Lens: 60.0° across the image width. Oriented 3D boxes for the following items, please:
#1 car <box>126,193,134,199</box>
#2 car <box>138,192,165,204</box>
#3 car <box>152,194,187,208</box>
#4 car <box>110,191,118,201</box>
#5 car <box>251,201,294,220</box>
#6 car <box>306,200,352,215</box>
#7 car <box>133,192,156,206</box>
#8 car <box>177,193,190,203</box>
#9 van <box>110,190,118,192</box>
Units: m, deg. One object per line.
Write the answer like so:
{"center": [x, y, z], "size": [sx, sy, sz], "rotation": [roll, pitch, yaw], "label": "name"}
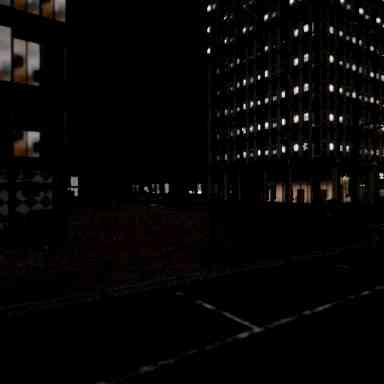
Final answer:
{"center": [-11.779, 0.875, 67.528], "size": [1.947, 1.339, 4.313], "rotation": [1, 0, -36], "label": "car"}
{"center": [-6.147, 0.869, 50.023], "size": [2.097, 1.767, 4.553], "rotation": [0, 1, -34], "label": "car"}
{"center": [-2.810, 1.218, 40.227], "size": [1.802, 1.307, 4.206], "rotation": [1, 0, -33], "label": "car"}
{"center": [-15.267, 0.929, 58.629], "size": [1.887, 1.381, 4.507], "rotation": [1, 0, -35], "label": "car"}
{"center": [6.058, 1.404, 26.253], "size": [1.802, 1.307, 4.206], "rotation": [1, 0, -32], "label": "car"}
{"center": [12.686, 1.382, 30.932], "size": [1.802, 1.307, 4.206], "rotation": [1, 0, -32], "label": "car"}
{"center": [-5.749, 1.101, 44.729], "size": [1.752, 1.417, 4.829], "rotation": [1, 0, -33], "label": "car"}
{"center": [-2.162, 0.935, 54.062], "size": [1.967, 1.590, 4.097], "rotation": [1, 0, -35], "label": "car"}
{"center": [-18.356, 0.526, 76.386], "size": [1.690, 1.788, 3.998], "rotation": [1, 0, -37], "label": "van"}
